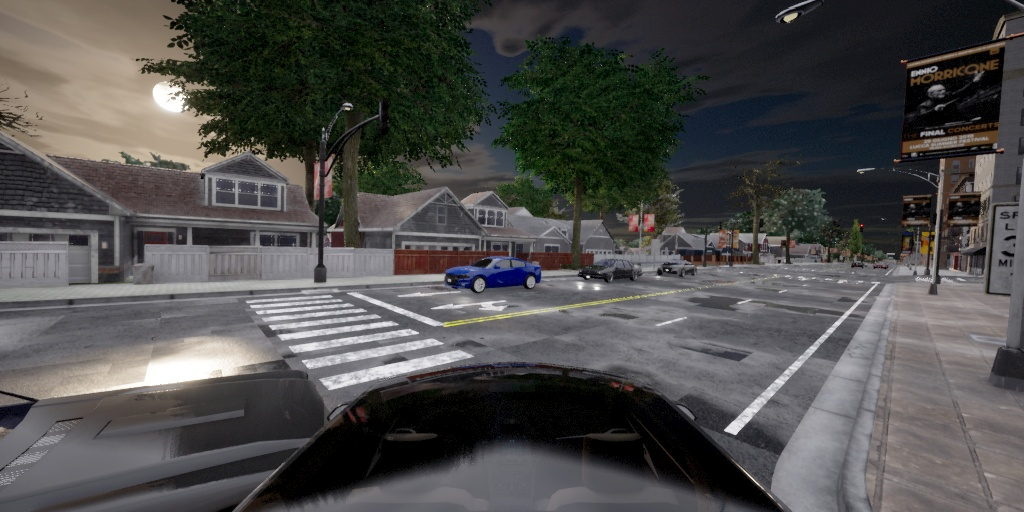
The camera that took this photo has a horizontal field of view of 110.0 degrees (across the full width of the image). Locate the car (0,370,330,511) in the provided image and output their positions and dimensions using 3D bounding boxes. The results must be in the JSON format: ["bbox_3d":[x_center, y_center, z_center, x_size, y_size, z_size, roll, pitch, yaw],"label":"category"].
[{"bbox_3d":[-3.325,1.279,1.539,4.718,1.301,1.895,1,2,-33],"label":"car"}]

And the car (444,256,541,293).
[{"bbox_3d":[-0.769,0.762,16.667,5.008,1.535,1.882,0,3,-43],"label":"car"}]

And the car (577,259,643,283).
[{"bbox_3d":[6.558,0.889,23.416,5.357,1.411,2.033,0,3,-43],"label":"car"}]

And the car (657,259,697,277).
[{"bbox_3d":[13.918,0.966,30.165,4.181,1.385,1.994,0,3,-43],"label":"car"}]
